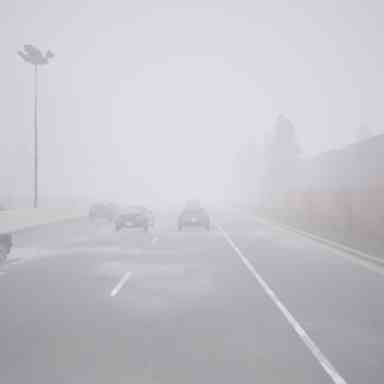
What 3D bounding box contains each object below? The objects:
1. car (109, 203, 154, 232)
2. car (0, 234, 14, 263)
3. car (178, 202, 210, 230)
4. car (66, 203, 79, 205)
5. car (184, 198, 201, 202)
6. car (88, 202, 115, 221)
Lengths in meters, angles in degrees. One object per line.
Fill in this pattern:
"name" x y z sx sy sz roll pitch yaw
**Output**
"car" -3.411 1.540 20.197 1.812 1.442 4.674 0 0 0
"car" -6.899 1.607 9.017 1.895 1.301 4.718 0 0 0
"car" 0.103 1.579 21.490 1.994 1.385 4.181 0 0 0
"car" -13.996 1.642 39.847 1.895 1.301 4.718 0 0 0
"car" 0.104 1.535 41.429 1.837 1.490 4.892 0 0 0
"car" -6.895 1.511 26.957 2.128 1.511 4.902 0 0 0
